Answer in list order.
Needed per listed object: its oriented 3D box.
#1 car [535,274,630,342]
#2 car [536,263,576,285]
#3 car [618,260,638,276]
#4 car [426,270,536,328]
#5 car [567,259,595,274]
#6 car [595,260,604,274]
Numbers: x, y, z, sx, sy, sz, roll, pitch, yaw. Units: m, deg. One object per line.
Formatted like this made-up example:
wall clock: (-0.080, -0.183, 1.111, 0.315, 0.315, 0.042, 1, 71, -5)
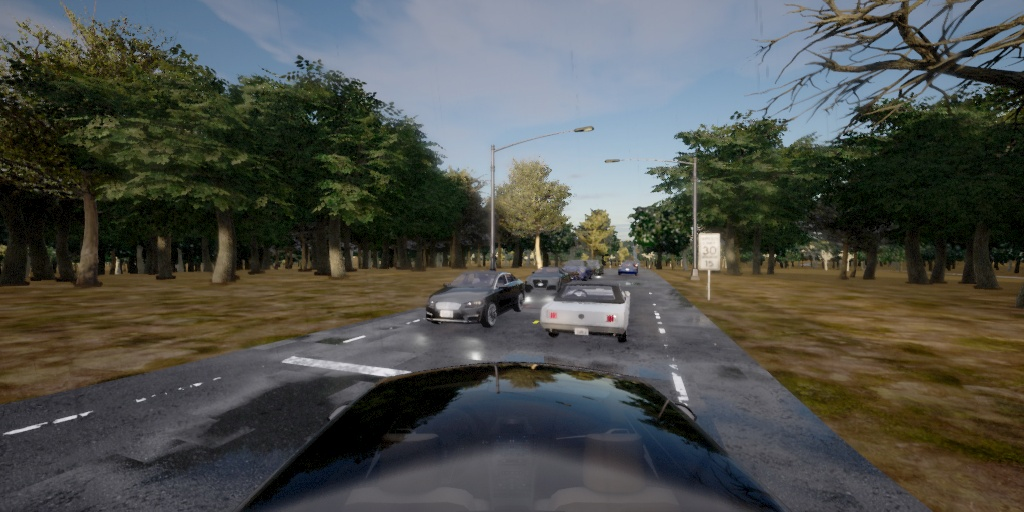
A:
car: (2.250, 1.344, 9.843, 1.895, 1.301, 4.718, 0, 0, 19)
car: (2.137, 1.295, 20.324, 1.994, 1.385, 4.181, 0, 0, 20)
car: (12.711, 1.416, 39.283, 1.994, 1.385, 4.181, 0, -1, 20)
car: (-0.950, 1.233, 11.623, 2.128, 1.511, 4.902, 0, 0, 18)
car: (5.098, 1.095, 28.694, 2.097, 1.767, 4.553, 0, 0, 20)
car: (8.697, 1.180, 38.764, 2.097, 1.767, 4.553, 0, -1, 20)
